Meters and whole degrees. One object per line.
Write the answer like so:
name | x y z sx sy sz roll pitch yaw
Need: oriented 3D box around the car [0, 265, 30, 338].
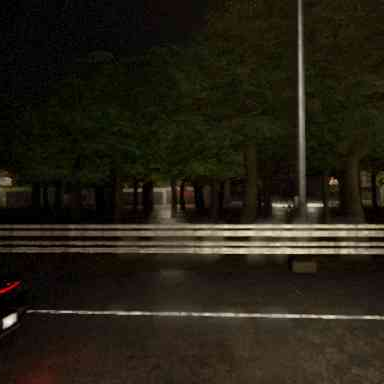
car | -4.988 1.587 4.878 4.892 1.490 1.837 0 -1 4
